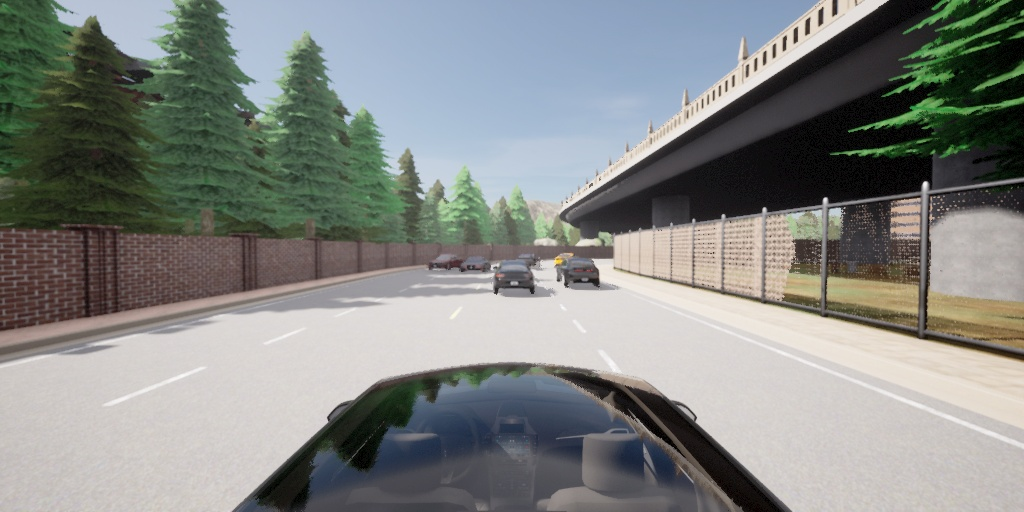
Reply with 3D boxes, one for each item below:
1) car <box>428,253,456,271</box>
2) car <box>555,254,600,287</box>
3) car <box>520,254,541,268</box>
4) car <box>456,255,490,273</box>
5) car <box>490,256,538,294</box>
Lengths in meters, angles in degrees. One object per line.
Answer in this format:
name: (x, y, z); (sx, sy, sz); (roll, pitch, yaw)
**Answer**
car: (-6.139, 0.533, 33.405); (1.882, 1.535, 5.008); (0, 1, 12)
car: (3.600, 0.853, 20.063); (1.837, 1.490, 4.892); (0, 1, 0)
car: (1.650, 0.500, 35.543); (2.128, 1.511, 4.902); (0, 1, 15)
car: (-3.027, 0.690, 30.151); (1.994, 1.385, 4.181); (0, 1, 6)
car: (0.089, 0.932, 17.357); (1.812, 1.442, 4.674); (0, 1, 0)
